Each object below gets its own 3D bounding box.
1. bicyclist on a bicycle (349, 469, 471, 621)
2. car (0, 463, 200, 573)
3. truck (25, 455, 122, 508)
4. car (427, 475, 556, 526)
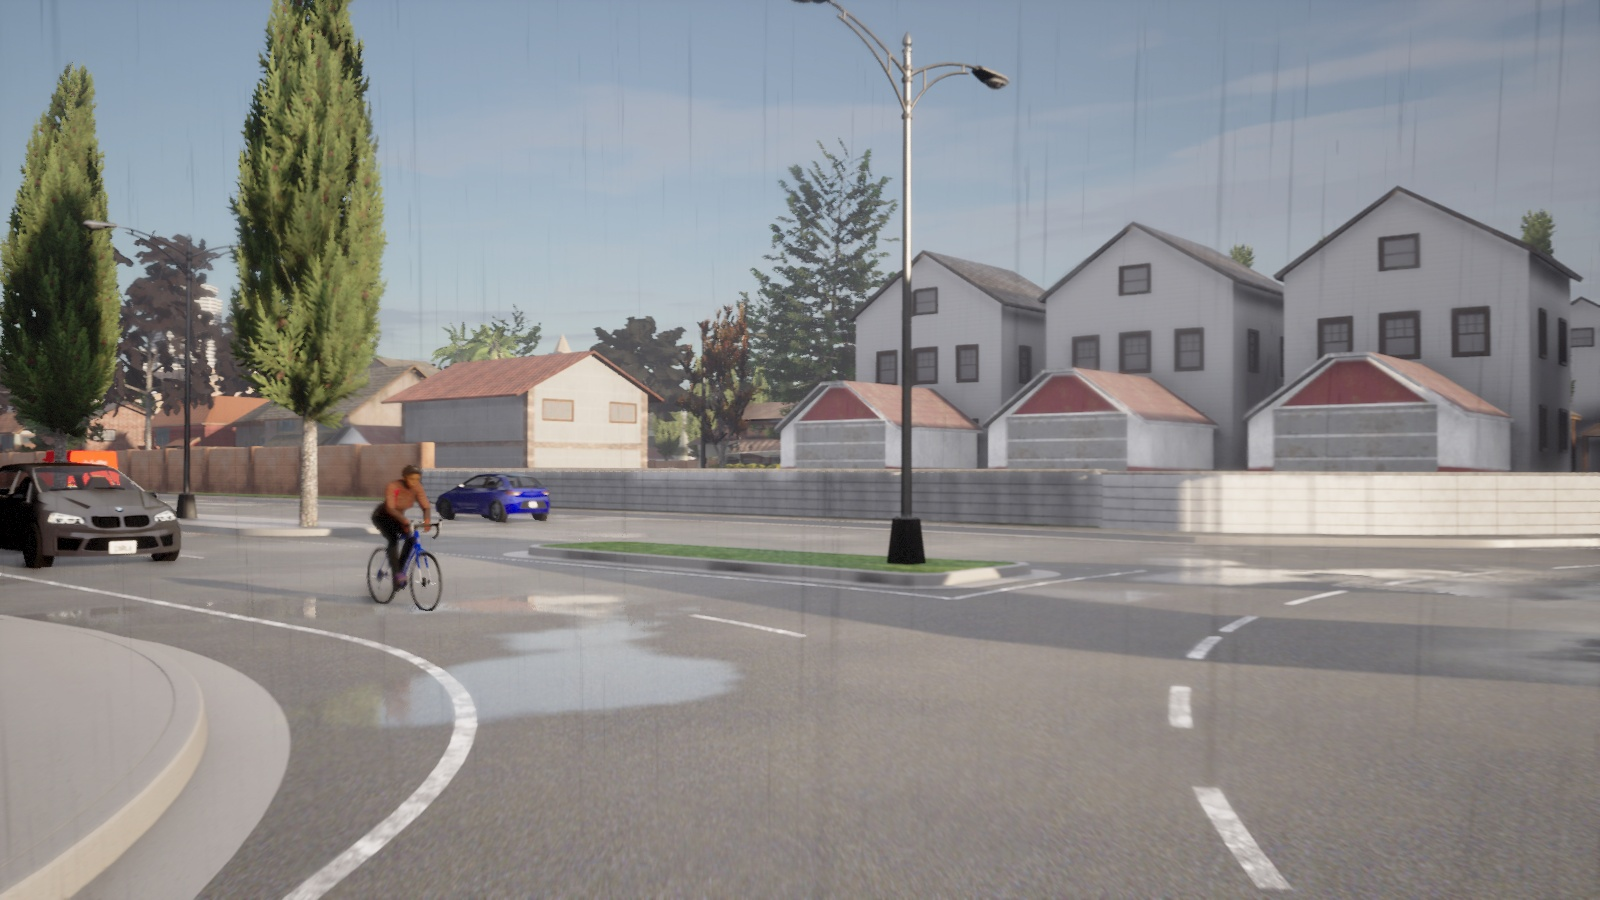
[{"bbox_3d":[-4.439,1.027,14.234,1.656,1.620,0.582,0,-1,43],"label":"bicyclist on a bicycle"},{"bbox_3d":[-12.382,1.078,21.414,4.611,1.667,2.242,-1,-1,41],"label":"car"},{"bbox_3d":[-36.054,1.543,62.241,5.204,2.467,2.627,-1,-1,41],"label":"truck"},{"bbox_3d":[-9.611,1.526,38.957,4.193,1.474,1.816,-1,-1,41],"label":"car"}]
